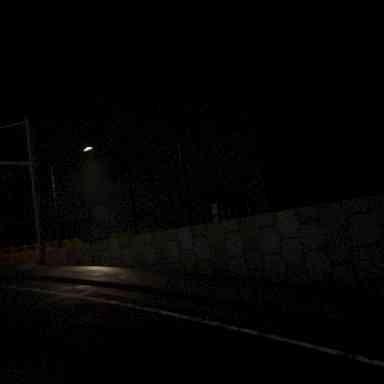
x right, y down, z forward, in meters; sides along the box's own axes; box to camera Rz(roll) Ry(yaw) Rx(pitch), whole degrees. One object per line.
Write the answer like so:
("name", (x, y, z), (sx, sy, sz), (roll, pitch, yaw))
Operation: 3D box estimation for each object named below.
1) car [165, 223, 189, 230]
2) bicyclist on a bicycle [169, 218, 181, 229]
("car", (-1.183, 4.481, 39.545), (2.128, 1.511, 4.902), (-14, -8, 35))
("bicyclist on a bicycle", (-1.348, 2.935, 27.276), (1.656, 1.620, 0.582), (-14, -8, 35))
